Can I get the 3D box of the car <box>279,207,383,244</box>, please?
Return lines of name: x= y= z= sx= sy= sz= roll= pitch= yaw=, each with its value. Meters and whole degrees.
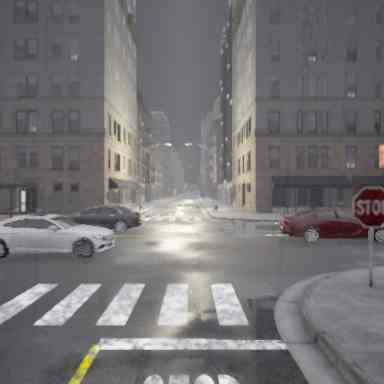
car: x=6.557 y=1.447 z=15.185 sx=5.008 sy=1.535 sz=1.882 roll=0 pitch=0 yaw=0

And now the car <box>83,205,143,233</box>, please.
car: x=-5.224 y=1.481 z=18.619 sx=4.892 sy=1.490 sz=1.837 roll=0 pitch=0 yaw=0

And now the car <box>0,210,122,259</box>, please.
car: x=-5.152 y=1.518 z=11.918 sx=4.674 sy=1.442 sz=1.812 roll=0 pitch=0 yaw=0
